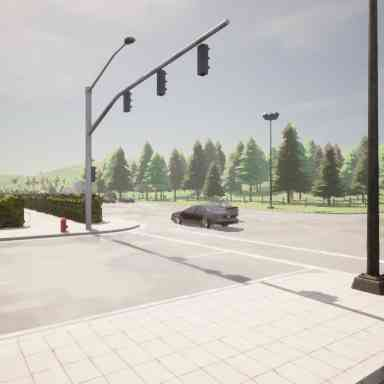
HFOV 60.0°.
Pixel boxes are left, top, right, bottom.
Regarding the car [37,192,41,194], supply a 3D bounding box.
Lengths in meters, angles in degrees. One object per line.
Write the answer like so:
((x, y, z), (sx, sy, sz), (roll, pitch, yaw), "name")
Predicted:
((-29.773, 1.058, 65.859), (2.150, 2.045, 5.566), (0, 0, -34), "car")

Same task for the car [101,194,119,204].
((-16.747, 1.601, 65.616), (1.895, 1.301, 4.718), (0, 0, -34), "car")

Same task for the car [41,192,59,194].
((-24.108, 1.221, 57.614), (2.150, 2.045, 5.566), (0, 0, -34), "car")

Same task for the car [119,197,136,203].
((-13.108, 1.601, 66.513), (1.895, 1.301, 4.718), (0, 0, -35), "car")

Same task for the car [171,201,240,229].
((0.717, 1.547, 21.897), (2.033, 1.411, 5.357), (0, 0, -36), "car")
